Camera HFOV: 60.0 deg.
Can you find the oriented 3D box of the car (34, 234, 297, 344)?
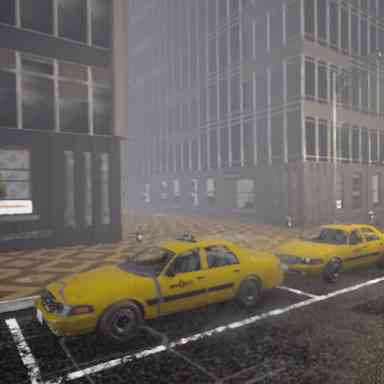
[{"bbox_3d":[-0.310,1.525,6.354,4.829,1.417,1.752,0,-1,-35],"label":"car"}]

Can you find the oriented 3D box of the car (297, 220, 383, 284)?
[{"bbox_3d":[4.196,1.524,9.568,4.829,1.417,1.752,0,-1,-35],"label":"car"}]
